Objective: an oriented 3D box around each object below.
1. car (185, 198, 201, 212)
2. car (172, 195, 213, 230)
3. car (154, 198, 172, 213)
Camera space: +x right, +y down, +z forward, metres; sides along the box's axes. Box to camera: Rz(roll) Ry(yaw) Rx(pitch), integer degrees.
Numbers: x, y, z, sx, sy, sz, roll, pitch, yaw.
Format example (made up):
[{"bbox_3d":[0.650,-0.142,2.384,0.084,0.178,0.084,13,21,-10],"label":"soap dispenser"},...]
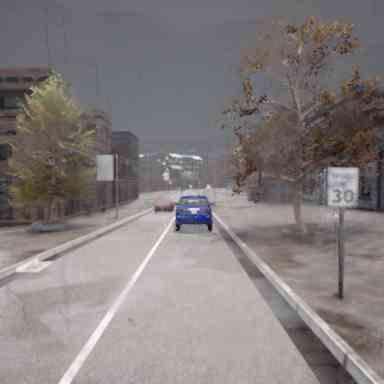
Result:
[{"bbox_3d":[0.119,1.504,39.274,1.812,1.442,4.674,0,0,0],"label":"car"},{"bbox_3d":[0.110,1.211,21.034,2.150,2.045,5.566,0,0,0],"label":"car"},{"bbox_3d":[-3.073,1.459,36.802,1.882,1.535,5.008,0,0,0],"label":"car"}]
